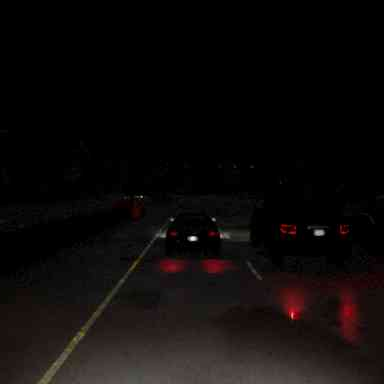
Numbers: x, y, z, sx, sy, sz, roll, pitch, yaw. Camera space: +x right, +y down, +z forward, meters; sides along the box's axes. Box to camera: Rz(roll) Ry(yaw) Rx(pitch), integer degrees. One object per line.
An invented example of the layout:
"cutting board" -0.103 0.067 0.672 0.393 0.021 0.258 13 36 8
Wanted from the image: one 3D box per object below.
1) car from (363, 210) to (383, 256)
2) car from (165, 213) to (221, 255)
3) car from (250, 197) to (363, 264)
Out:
"car" 7.040 1.449 12.960 2.128 1.511 4.902 0 0 0
"car" 0.041 1.520 13.164 1.994 1.385 4.181 0 0 0
"car" 3.533 1.186 11.846 2.150 2.045 5.566 0 1 1
